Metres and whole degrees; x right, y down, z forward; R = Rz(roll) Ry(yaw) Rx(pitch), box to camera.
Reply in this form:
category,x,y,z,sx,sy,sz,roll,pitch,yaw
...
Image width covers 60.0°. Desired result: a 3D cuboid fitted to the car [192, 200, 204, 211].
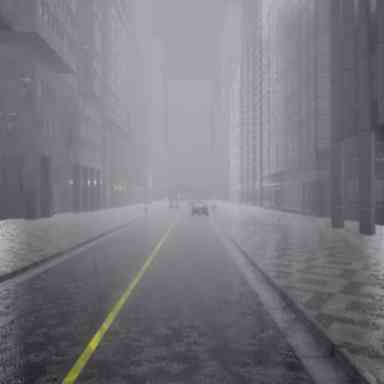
category,x,y,z,sx,sy,sz,roll,pitch,yaw
car,0.897,2.189,54.204,1.801,1.575,5.366,0,-1,0

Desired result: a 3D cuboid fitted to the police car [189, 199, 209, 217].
category,x,y,z,sx,sy,sz,roll,pitch,yaw
police car,0.899,1.941,38.126,1.930,1.638,5.238,0,-1,0

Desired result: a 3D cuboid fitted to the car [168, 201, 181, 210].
category,x,y,z,sx,sy,sz,roll,pitch,yaw
car,-3.057,2.282,57.455,1.837,1.490,4.892,0,-1,0

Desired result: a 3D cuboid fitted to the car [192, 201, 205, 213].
category,x,y,z,sx,sy,sz,roll,pitch,yaw
car,0.898,2.127,48.014,1.882,1.535,5.008,0,-1,0

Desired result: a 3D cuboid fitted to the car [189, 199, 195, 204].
category,x,y,z,sx,sy,sz,roll,pitch,yaw
car,-0.004,2.574,89.237,1.812,1.442,4.674,0,-1,0
